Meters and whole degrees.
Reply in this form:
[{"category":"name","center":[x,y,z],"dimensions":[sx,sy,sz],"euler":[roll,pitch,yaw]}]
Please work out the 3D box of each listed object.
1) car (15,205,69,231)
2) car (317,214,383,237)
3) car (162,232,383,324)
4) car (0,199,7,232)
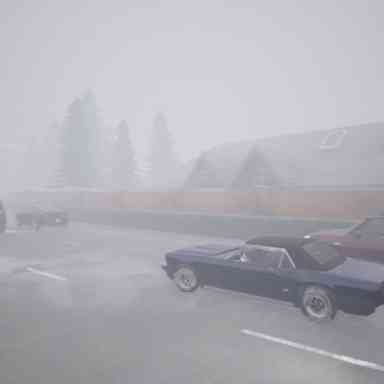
[{"category":"car","center":[-9.852,1.564,21.646],"dimensions":[5.008,1.535,1.882],"euler":[0,0,44]},{"category":"car","center":[5.161,1.383,9.019],"dimensions":[4.553,1.767,2.097],"euler":[0,0,36]},{"category":"car","center":[1.603,1.627,7.258],"dimensions":[4.718,1.301,1.895],"euler":[0,0,37]},{"category":"car","center":[-12.731,1.301,19.540],"dimensions":[5.566,2.045,2.150],"euler":[0,0,44]}]
